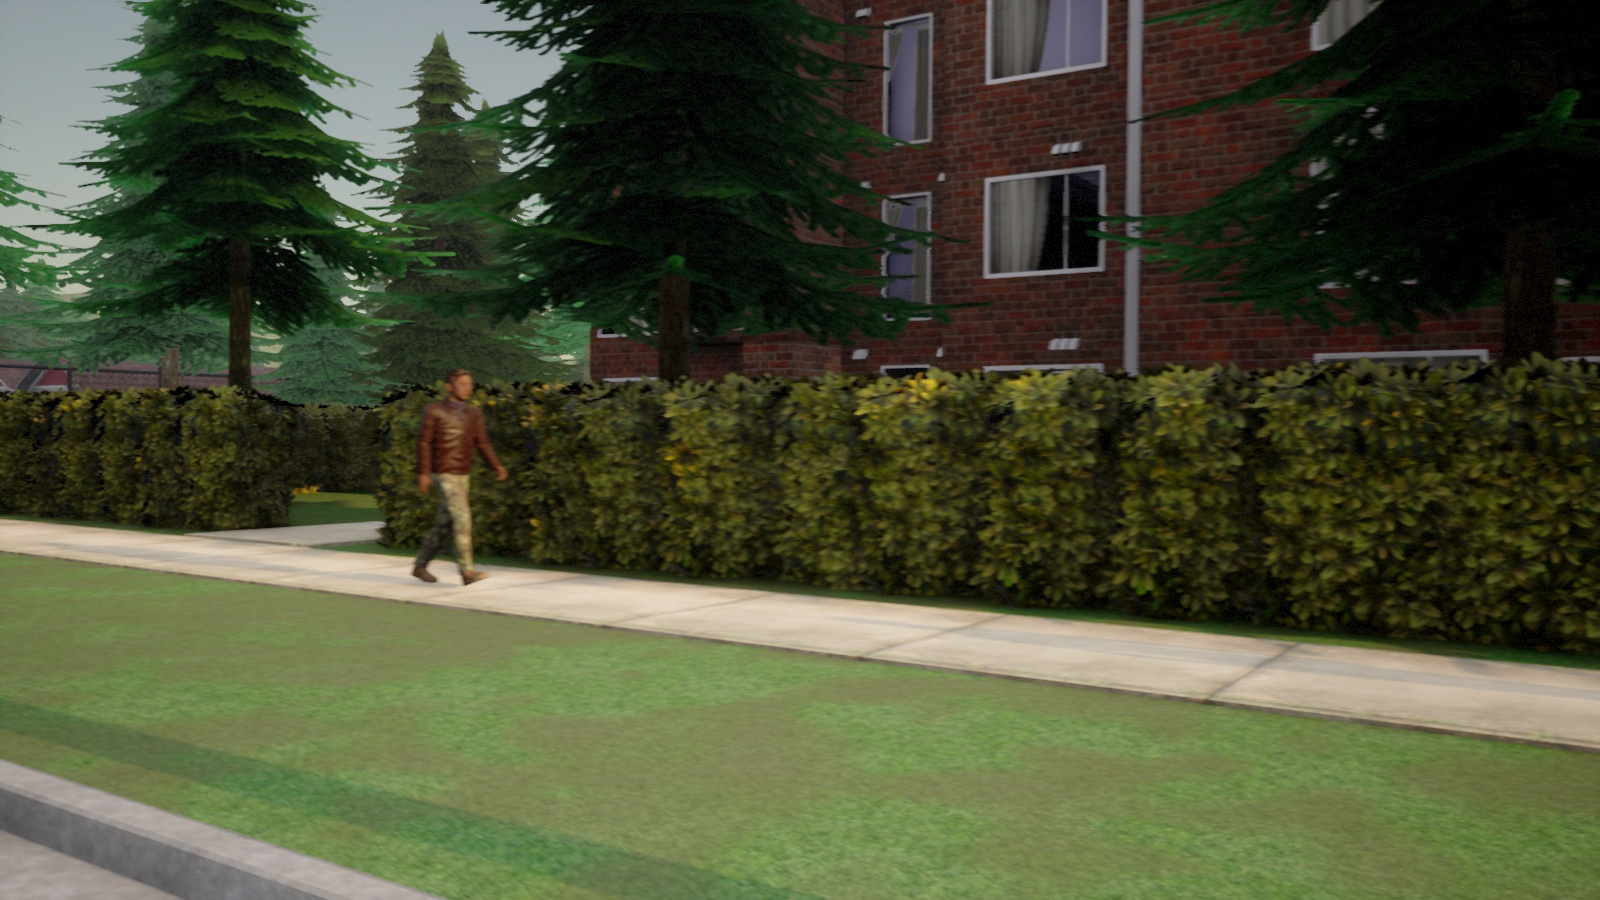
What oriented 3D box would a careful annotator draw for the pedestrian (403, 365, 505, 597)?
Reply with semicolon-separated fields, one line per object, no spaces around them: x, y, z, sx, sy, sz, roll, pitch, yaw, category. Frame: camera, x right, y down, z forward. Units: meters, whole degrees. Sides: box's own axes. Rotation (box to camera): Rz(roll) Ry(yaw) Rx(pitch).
-2.843;0.245;10.328;0.703;1.840;0.431;0;1;34;pedestrian
